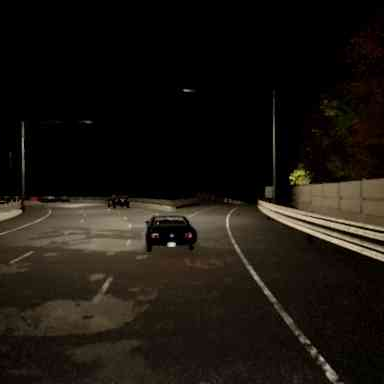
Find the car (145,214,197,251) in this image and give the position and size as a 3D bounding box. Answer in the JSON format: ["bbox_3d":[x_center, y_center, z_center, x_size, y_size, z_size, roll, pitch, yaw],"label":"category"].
[{"bbox_3d":[-1.035,1.607,14.238,1.895,1.301,4.718,0,0,-8],"label":"car"}]

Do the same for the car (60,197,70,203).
[{"bbox_3d":[-29.330,1.706,75.484,1.994,1.385,4.181,0,0,-44],"label":"car"}]

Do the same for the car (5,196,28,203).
[{"bbox_3d":[-40.798,1.750,77.232,4.902,1.511,2.128,0,0,41],"label":"car"}]

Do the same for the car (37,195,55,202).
[{"bbox_3d":[-36.163,1.556,82.484,4.902,1.511,2.128,0,0,41],"label":"car"}]

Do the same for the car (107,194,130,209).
[{"bbox_3d":[-10.285,1.280,46.344,2.150,2.045,5.566,0,0,-25],"label":"car"}]

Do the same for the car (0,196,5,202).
[{"bbox_3d":[-47.087,1.785,82.673,4.902,1.511,2.128,0,0,38],"label":"car"}]

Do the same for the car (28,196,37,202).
[{"bbox_3d":[-38.571,1.597,79.945,4.181,1.385,1.994,0,0,41],"label":"car"}]

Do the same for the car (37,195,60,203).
[{"bbox_3d":[-31.296,1.694,72.458,2.128,1.511,4.902,0,0,-44],"label":"car"}]
